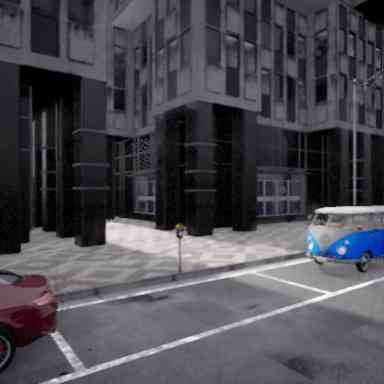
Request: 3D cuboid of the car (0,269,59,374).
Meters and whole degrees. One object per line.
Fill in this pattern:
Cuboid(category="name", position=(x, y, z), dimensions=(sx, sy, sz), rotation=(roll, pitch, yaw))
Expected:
Cuboid(category="car", position=(-3.825, 1.582, 3.922), dimensions=(4.206, 1.307, 1.802), rotation=(0, 0, -36))

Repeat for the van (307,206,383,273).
Cuboid(category="van", position=(5.296, 1.342, 10.430), dimensions=(3.998, 1.788, 1.690), rotation=(0, 0, -36))
